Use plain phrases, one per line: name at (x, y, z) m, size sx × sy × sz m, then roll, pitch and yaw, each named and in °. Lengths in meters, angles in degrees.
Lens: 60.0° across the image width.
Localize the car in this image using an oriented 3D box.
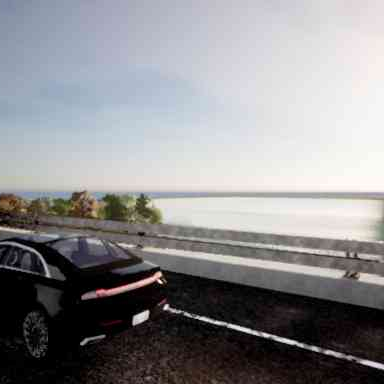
car at (-2.660, 1.480, 5.913) m, size 4.902 × 1.511 × 2.128 m, roll 0°, pitch 0°, yaw 36°
